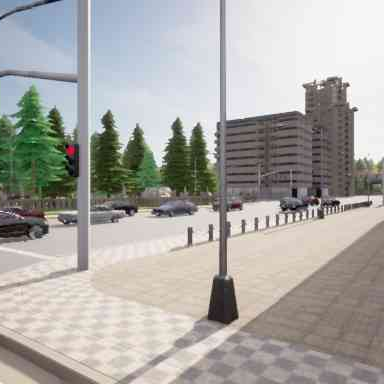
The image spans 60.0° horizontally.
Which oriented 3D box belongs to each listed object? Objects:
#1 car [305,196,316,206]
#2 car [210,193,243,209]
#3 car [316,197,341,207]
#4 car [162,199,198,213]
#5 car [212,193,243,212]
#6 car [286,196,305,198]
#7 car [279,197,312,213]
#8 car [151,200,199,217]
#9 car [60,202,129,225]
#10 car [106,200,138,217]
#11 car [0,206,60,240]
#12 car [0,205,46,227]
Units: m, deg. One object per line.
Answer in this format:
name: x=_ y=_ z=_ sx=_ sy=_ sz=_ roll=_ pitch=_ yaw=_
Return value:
car: x=19.073 y=1.352 z=54.098 sx=2.097 sy=1.767 sz=4.553 roll=0 pitch=0 yaw=35
car: x=4.951 y=1.221 z=46.594 sx=2.150 sy=2.045 sz=5.566 roll=0 pitch=0 yaw=36
car: x=21.513 y=1.547 z=51.542 sx=2.033 sy=1.411 sz=5.357 roll=0 pitch=0 yaw=38
car: x=-1.298 y=1.564 z=37.891 sx=1.994 sy=1.385 sz=4.181 roll=0 pitch=0 yaw=35
car: x=4.304 y=1.352 z=39.699 sx=2.097 sy=1.767 sz=4.553 roll=0 pitch=0 yaw=36
car: x=13.785 y=1.505 z=46.668 sx=1.837 sy=1.490 sz=4.892 roll=0 pitch=0 yaw=36
car: x=11.746 y=1.601 z=37.766 sx=1.895 sy=1.301 sz=4.718 roll=0 pitch=0 yaw=35
car: x=-1.502 y=1.547 z=31.563 sx=2.033 sy=1.411 sz=5.357 roll=0 pitch=0 yaw=36
car: x=-7.103 y=1.601 z=23.703 sx=1.895 sy=1.301 sz=4.718 roll=0 pitch=0 yaw=35
car: x=-7.044 y=1.478 z=29.821 sx=1.882 sy=1.535 sz=5.008 roll=0 pitch=0 yaw=36
car: x=-8.883 y=1.491 z=14.865 sx=2.128 sy=1.511 sz=4.902 roll=0 pitch=0 yaw=36
car: x=-12.527 y=1.601 z=22.200 sx=1.895 sy=1.301 sz=4.718 roll=0 pitch=0 yaw=37
